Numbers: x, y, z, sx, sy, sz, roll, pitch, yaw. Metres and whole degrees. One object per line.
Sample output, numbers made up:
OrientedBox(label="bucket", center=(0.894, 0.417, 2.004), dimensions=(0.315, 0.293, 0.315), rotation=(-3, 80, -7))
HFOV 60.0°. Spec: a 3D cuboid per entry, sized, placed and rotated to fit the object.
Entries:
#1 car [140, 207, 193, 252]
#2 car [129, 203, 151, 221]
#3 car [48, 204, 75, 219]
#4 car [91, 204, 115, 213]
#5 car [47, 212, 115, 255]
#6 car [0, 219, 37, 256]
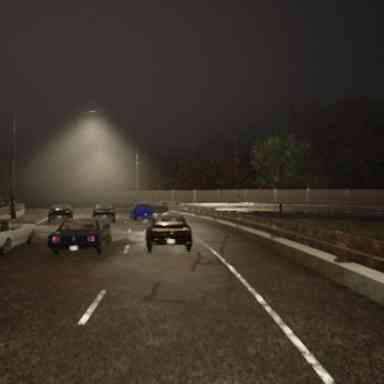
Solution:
OrientedBox(label="car", center=(-1.138, 1.652, 14.856), dimensions=(2.128, 1.511, 4.902), rotation=(0, 0, -8))
OrientedBox(label="car", center=(-4.768, 1.815, 31.423), dimensions=(1.882, 1.535, 5.008), rotation=(0, 0, -17))
OrientedBox(label="car", center=(-11.303, 1.811, 28.885), dimensions=(2.128, 1.511, 4.902), rotation=(0, 0, -17))
OrientedBox(label="car", center=(-7.927, 1.817, 29.806), dimensions=(2.128, 1.511, 4.902), rotation=(0, 0, -17))
OrientedBox(label="car", center=(-4.570, 1.757, 14.184), dimensions=(1.895, 1.301, 4.718), rotation=(0, -1, -8))
OrientedBox(label="car", center=(-8.042, 1.756, 13.747), dimensions=(1.895, 1.301, 4.718), rotation=(0, -1, -8))
